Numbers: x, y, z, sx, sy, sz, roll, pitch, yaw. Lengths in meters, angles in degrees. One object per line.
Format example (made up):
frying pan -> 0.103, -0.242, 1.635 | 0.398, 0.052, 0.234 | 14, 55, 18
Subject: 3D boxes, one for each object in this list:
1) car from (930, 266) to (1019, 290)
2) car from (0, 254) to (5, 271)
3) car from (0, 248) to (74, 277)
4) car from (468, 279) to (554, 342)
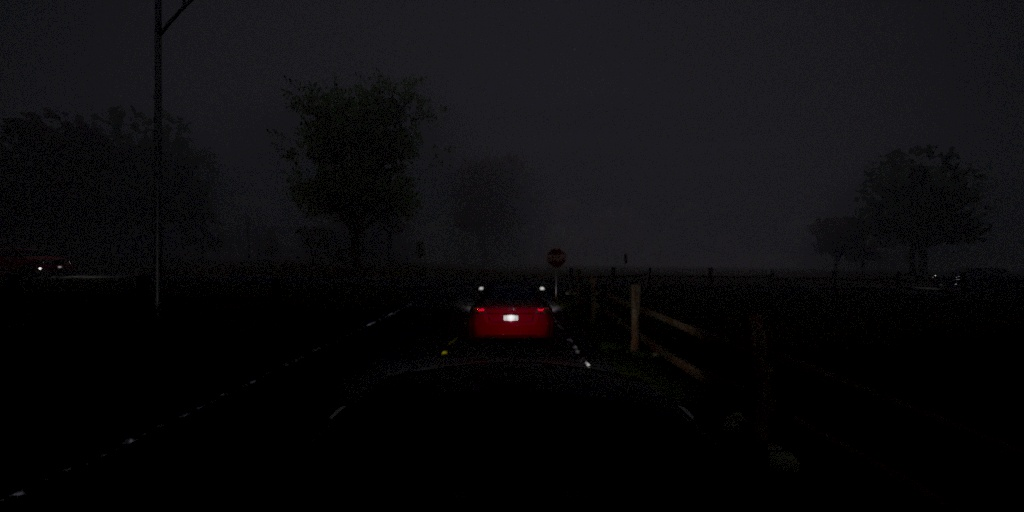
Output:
car -> 34.475, 1.616, 26.852 | 4.553, 1.767, 2.097 | 1, 0, 2
car -> -46.030, 0.539, 30.016 | 4.892, 1.490, 1.837 | 1, 0, 3
car -> -36.324, 0.419, 26.739 | 5.566, 2.045, 2.150 | 1, 0, 2
car -> -0.011, 1.310, 9.758 | 1.994, 1.385, 4.181 | 0, 0, 0
